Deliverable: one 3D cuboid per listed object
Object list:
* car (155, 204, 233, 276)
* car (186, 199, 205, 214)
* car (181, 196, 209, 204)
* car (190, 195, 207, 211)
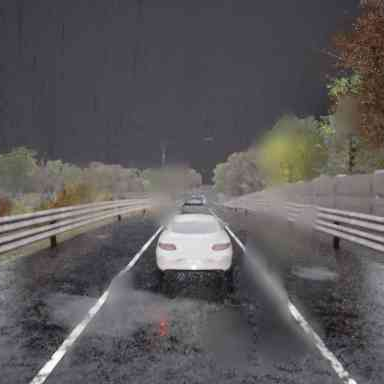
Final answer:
[{"bbox_3d":[0.065,1.287,9.338,1.812,1.442,4.674,0,1,0],"label":"car"},{"bbox_3d":[0.380,1.422,33.654,1.812,1.442,4.674,0,-1,2],"label":"car"},{"bbox_3d":[0.187,1.207,24.383,2.128,1.511,4.902,0,-1,1],"label":"car"},{"bbox_3d":[0.935,1.553,46.158,2.150,2.045,5.566,0,-2,3],"label":"car"}]
